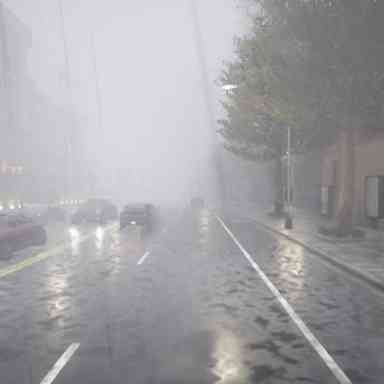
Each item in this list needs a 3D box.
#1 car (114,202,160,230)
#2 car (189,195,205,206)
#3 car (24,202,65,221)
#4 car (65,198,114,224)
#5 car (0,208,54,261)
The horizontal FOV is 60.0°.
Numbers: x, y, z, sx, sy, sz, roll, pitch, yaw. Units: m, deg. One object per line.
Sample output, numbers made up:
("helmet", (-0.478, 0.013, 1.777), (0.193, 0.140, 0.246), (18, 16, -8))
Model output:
("car", (-3.130, 1.387, 20.356), (1.837, 1.490, 4.892), (0, 0, 1))
("car", (0.740, 1.229, 47.426), (1.837, 1.490, 4.892), (0, 0, 1))
("car", (-10.208, 1.394, 22.741), (1.812, 1.442, 4.674), (0, 0, 1))
("car", (-6.701, 1.217, 23.033), (2.097, 1.767, 4.553), (0, 0, 1))
("car", (-6.936, 1.495, 11.904), (1.994, 1.385, 4.181), (0, 0, 1))
